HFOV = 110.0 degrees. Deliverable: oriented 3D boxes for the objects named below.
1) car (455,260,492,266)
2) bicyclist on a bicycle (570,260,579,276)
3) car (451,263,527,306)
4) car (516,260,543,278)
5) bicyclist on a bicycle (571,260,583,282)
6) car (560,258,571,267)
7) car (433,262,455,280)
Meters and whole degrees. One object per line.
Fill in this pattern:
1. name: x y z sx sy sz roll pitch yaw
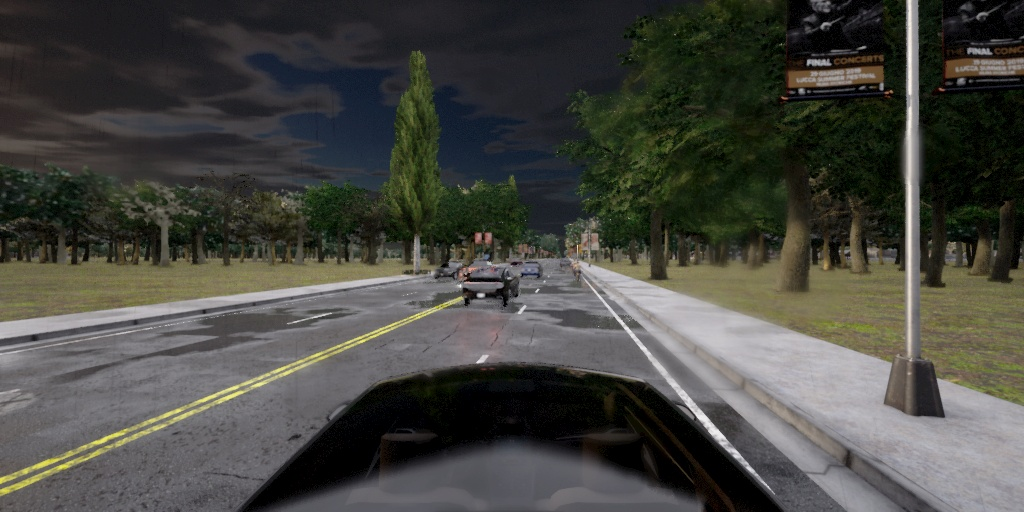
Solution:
1. car: -2.542 1.103 27.603 2.097 1.767 4.553 0 0 8
2. bicyclist on a bicycle: 6.477 1.188 37.258 0.866 1.612 1.509 0 0 8
3. car: -0.793 1.242 15.822 2.128 1.511 4.902 0 0 8
4. car: 1.917 1.299 34.183 2.033 1.411 5.357 0 0 8
5. bicyclist on a bicycle: 5.028 1.188 27.440 0.866 1.612 1.509 0 0 8
6. car: 9.657 1.247 64.377 2.128 1.511 4.902 0 0 9
7. car: -5.288 1.256 31.254 1.837 1.490 4.892 0 0 8
